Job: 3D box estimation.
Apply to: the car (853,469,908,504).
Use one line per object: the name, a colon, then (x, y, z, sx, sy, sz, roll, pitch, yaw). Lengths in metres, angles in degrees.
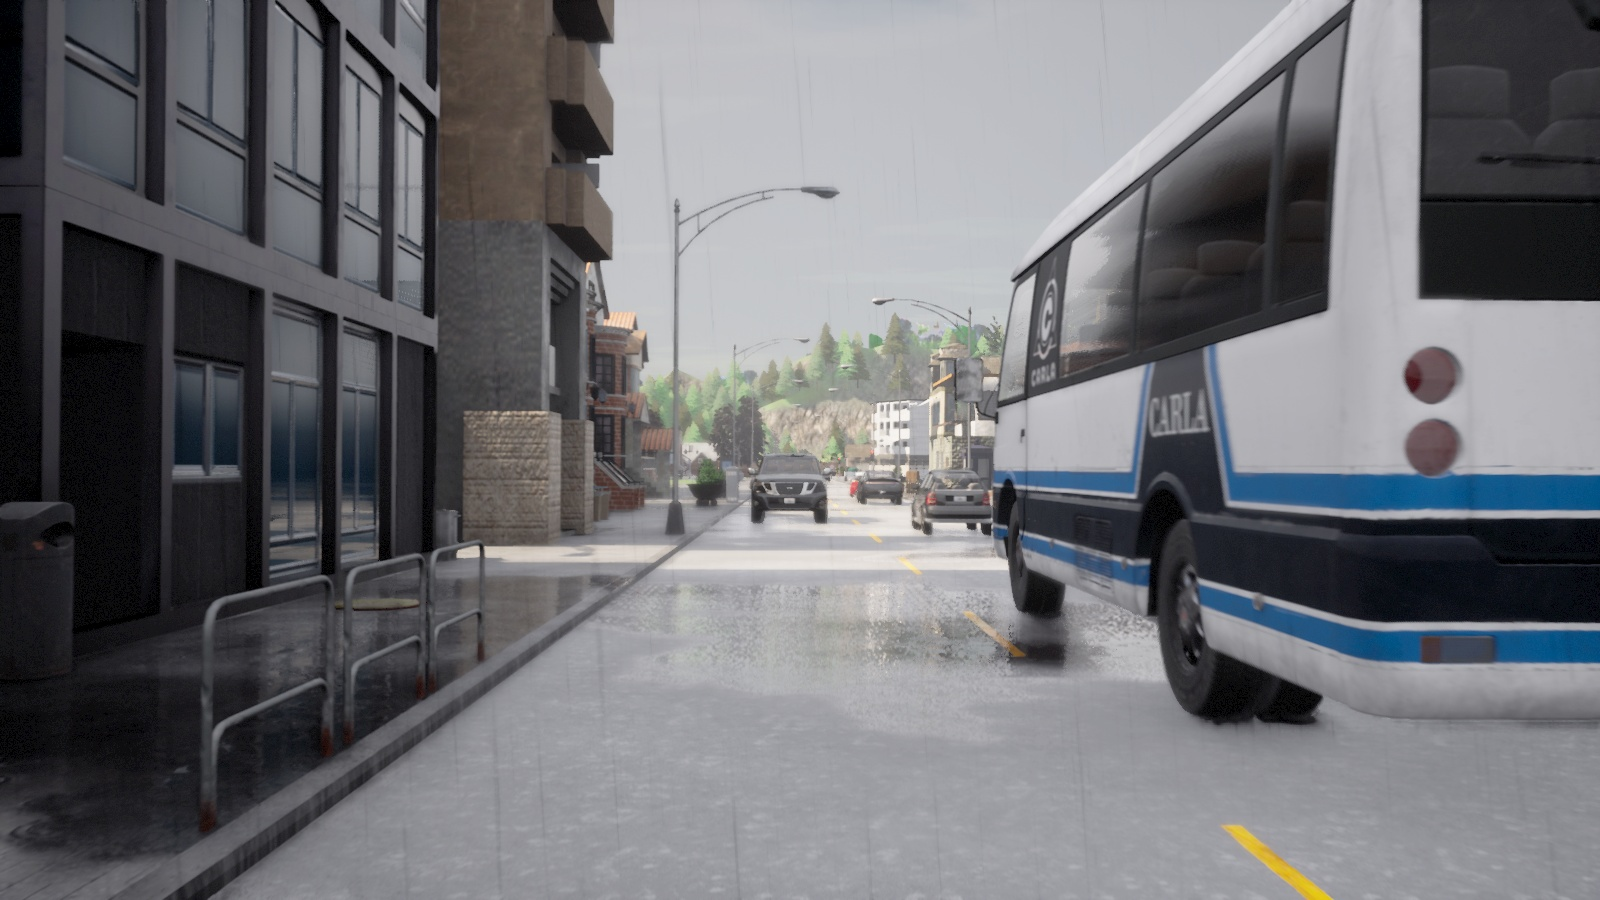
car: (3.561, 1.606, 56.694, 2.128, 1.511, 4.902, 0, -1, 0)

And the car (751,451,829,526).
car: (-0.295, 1.093, 37.328, 2.150, 2.045, 5.566, 0, -1, 0)

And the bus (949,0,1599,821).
bus: (3.899, -0.419, 10.730, 3.944, 4.253, 10.273, 0, -1, 0)

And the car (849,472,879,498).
car: (3.472, 1.884, 68.623, 1.481, 1.376, 2.207, 0, -1, 0)

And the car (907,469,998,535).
car: (3.750, 1.248, 31.422, 1.789, 1.549, 3.705, 0, -1, 0)
